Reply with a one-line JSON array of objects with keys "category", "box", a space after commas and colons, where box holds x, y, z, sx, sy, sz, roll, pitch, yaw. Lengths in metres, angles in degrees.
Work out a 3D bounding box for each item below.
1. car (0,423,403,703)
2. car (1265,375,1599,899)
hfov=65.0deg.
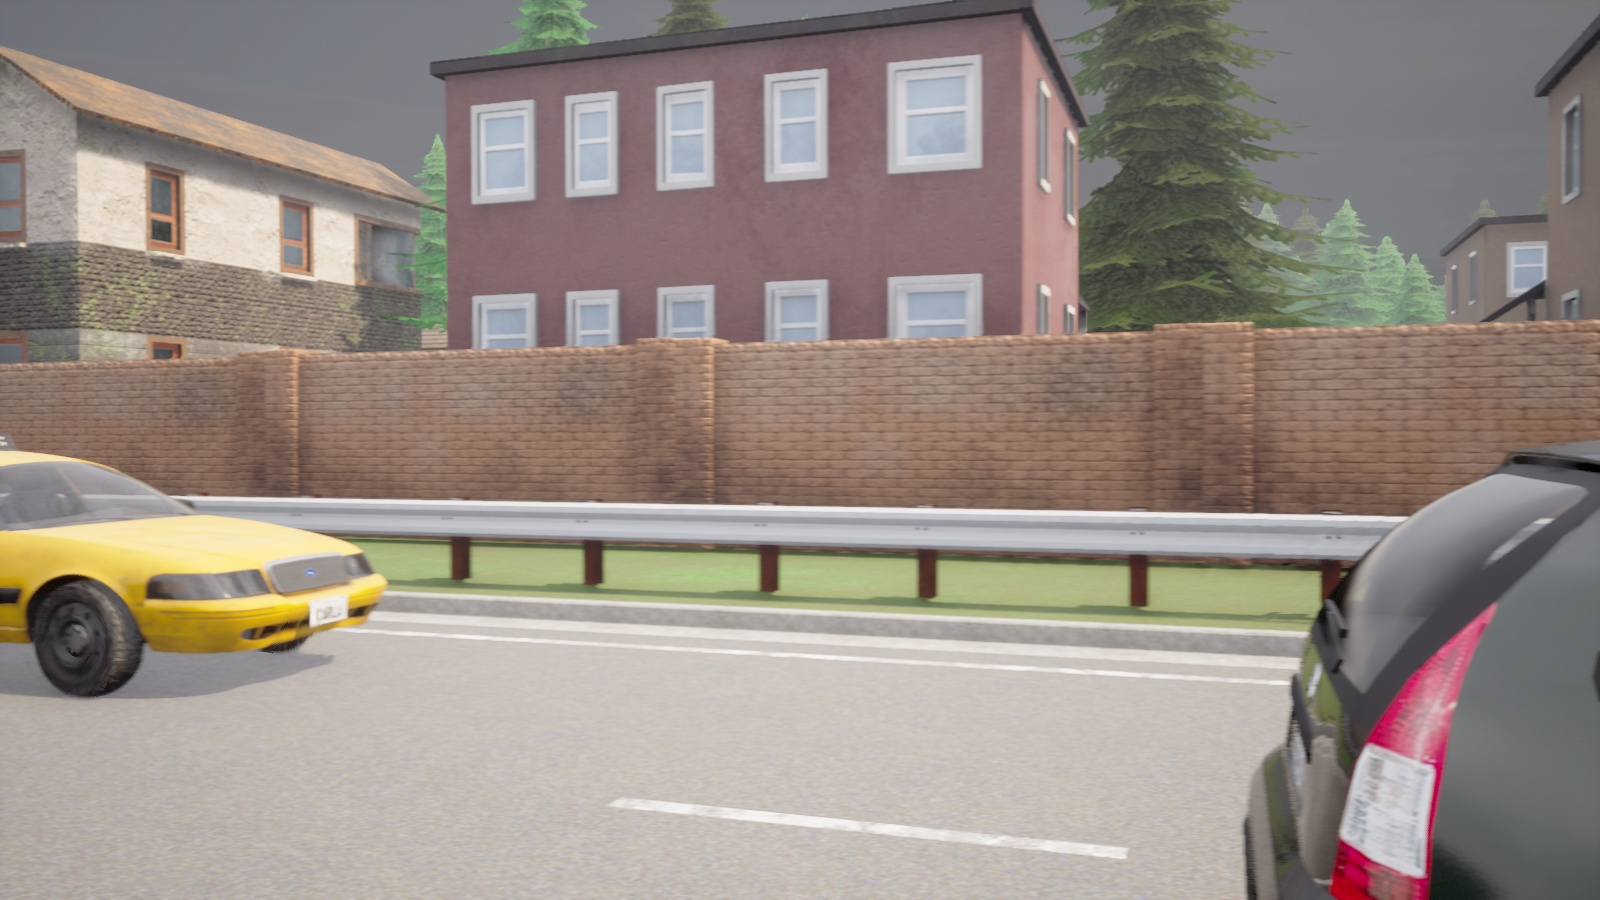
[{"category": "car", "box": [-5.605, 0.604, 8.770, 5.366, 1.575, 1.801, 1, 1, 19]}, {"category": "car", "box": [2.973, 0.701, 2.191, 3.988, 1.617, 1.851, 1, 1, 19]}]
